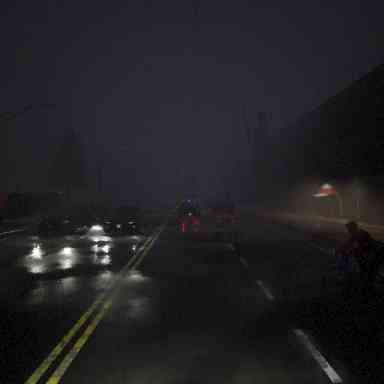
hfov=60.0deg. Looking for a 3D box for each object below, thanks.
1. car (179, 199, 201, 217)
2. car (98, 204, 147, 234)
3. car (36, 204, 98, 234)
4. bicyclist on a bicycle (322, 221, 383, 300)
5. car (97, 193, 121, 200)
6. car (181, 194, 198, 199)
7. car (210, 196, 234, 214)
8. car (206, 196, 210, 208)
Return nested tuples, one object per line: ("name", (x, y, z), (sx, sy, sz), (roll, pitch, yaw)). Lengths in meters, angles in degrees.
("car", (-0.202, 1.597, 30.829), (1.895, 1.301, 4.718), (0, 0, -1))
("car", (-3.737, 1.504, 19.367), (1.837, 1.490, 4.892), (0, -1, 0))
("car", (-7.278, 1.475, 19.496), (1.882, 1.535, 5.008), (0, 0, 0))
("bicyclist on a bicycle", (3.572, 1.445, 7.068), (1.656, 1.620, 0.582), (-2, 0, -1))
("car", (-22.376, 1.143, 89.538), (4.605, 1.855, 1.932), (0, 0, -1))
("car", (-0.347, 1.216, 44.446), (2.150, 2.045, 5.566), (0, 0, 0))
("car", (3.226, 1.473, 34.741), (1.882, 1.535, 5.008), (0, 0, 0))
("car", (3.079, 1.346, 47.291), (2.097, 1.767, 4.553), (0, 0, 0))
